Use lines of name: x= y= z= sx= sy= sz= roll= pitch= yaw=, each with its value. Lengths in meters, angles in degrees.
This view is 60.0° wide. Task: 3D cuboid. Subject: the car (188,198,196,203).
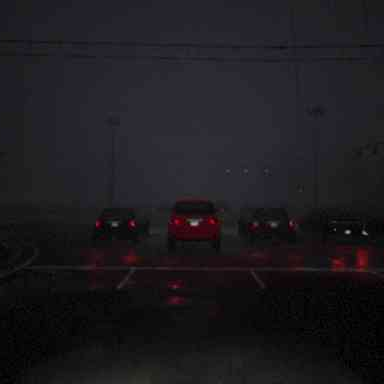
car: x=-0.008 y=2.272 z=88.230 sx=1.895 sy=1.301 sz=4.718 roll=0 pitch=0 yaw=0

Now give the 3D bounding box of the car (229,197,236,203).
car: x=10.492 y=2.031 z=88.015 sx=2.097 sy=1.767 sz=4.553 roll=0 pitch=0 yaw=0

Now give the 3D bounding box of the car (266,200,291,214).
car: x=10.594 y=1.822 z=41.219 sx=1.837 sy=1.490 sz=4.892 roll=0 pitch=0 yaw=0

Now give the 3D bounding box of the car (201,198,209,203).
car: x=3.492 y=2.272 z=88.153 sx=1.895 sy=1.301 sz=4.718 roll=0 pitch=0 yaw=0

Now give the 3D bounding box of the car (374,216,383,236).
car: x=10.598 y=1.694 z=16.756 sx=1.994 sy=1.385 sz=4.181 roll=0 pitch=0 yaw=0

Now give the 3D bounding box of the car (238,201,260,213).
car: x=7.094 y=1.885 z=41.741 sx=1.994 sy=1.385 sz=4.181 roll=0 pitch=0 yaw=0

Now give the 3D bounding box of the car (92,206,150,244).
car: x=-3.402 y=1.482 z=16.758 sx=2.097 sy=1.767 sz=4.553 roll=0 pitch=0 yaw=0

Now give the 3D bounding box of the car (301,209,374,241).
car: x=7.099 y=1.628 z=17.563 sx=2.128 sy=1.511 sz=4.902 roll=0 pitch=0 yaw=0

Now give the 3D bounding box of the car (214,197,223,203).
car: x=6.992 y=2.176 z=88.100 sx=1.837 sy=1.490 sz=4.892 roll=0 pitch=0 yaw=0

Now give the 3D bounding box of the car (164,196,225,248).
car: x=0.098 y=1.340 z=15.443 sx=2.150 sy=2.045 sz=5.566 roll=0 pitch=-1 yaw=0

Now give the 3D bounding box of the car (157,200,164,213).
car: x=-3.406 y=1.806 z=42.747 sx=1.882 sy=1.535 sz=5.008 roll=0 pitch=0 yaw=0

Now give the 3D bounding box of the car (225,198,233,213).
car: x=3.594 y=1.822 z=41.251 sx=1.837 sy=1.490 sz=4.892 roll=0 pitch=0 yaw=0

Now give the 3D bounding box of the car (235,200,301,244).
car: x=3.598 y=1.482 z=16.732 sx=2.097 sy=1.767 sz=4.553 roll=0 pitch=0 yaw=0

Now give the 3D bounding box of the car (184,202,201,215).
car: x=0.095 y=1.905 z=39.626 sx=1.895 sy=1.301 sz=4.718 roll=0 pitch=0 yaw=0
